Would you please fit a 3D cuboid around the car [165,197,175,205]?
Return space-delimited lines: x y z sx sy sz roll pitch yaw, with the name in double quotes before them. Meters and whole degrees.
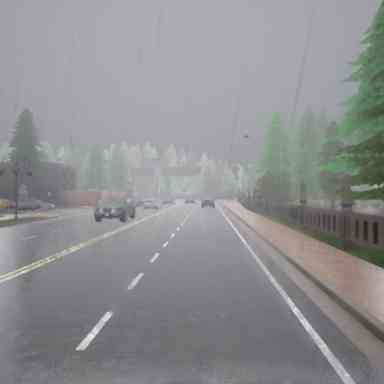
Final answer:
"car" -4.289 1.668 60.571 1.994 1.385 4.181 0 0 3

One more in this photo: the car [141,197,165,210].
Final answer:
"car" -5.126 1.676 43.501 1.895 1.301 4.718 0 0 3

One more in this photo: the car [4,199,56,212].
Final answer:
"car" -18.081 1.516 37.809 4.902 1.511 2.128 0 0 5

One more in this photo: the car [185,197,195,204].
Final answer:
"car" -0.333 1.716 66.540 1.895 1.301 4.718 0 0 3

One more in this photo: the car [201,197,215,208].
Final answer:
"car" 2.437 1.593 51.004 1.837 1.490 4.892 0 0 3

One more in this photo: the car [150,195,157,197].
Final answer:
"car" -7.625 1.462 63.727 2.097 1.767 4.553 0 0 3

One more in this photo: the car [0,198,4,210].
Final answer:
"car" -25.227 1.510 42.044 5.008 1.535 1.882 0 0 6

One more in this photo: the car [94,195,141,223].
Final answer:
"car" -5.935 1.267 26.409 2.150 2.045 5.566 0 0 3
